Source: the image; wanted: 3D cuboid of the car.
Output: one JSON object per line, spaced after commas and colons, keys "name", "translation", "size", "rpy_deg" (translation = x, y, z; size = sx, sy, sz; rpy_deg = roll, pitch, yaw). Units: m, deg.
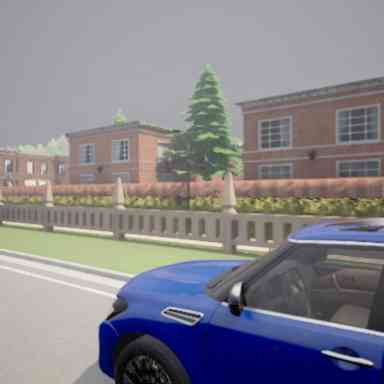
{"name": "car", "translation": [1.638, 1.222, 2.825], "size": [5.566, 2.045, 2.150], "rpy_deg": [0, 0, 36]}
